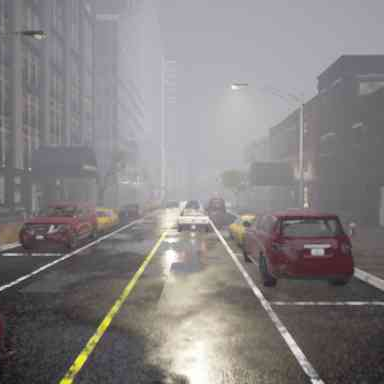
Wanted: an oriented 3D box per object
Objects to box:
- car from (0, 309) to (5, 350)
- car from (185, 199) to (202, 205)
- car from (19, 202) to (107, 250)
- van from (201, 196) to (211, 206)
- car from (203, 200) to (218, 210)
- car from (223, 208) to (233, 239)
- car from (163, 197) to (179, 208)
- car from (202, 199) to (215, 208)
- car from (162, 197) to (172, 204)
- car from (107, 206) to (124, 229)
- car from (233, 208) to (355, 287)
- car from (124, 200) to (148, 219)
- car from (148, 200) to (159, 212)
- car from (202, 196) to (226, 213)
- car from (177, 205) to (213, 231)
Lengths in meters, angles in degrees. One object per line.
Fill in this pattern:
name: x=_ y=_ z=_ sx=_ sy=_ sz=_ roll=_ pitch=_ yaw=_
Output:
car: x=-3.102 y=1.538 z=2.127 sx=1.812 sy=1.442 sz=4.674 roll=0 pitch=0 yaw=0
car: x=0.077 y=1.778 z=43.988 sx=1.812 sy=1.442 sz=4.674 roll=0 pitch=0 yaw=0
car: x=-5.712 y=1.401 z=14.989 sx=2.192 sy=1.841 sz=5.009 roll=-1 pitch=0 yaw=0
van: x=2.644 y=1.714 z=64.792 sx=1.690 sy=1.788 sz=3.998 roll=-1 pitch=0 yaw=0
car: x=2.656 y=1.843 z=48.188 sx=1.947 sy=1.339 sz=4.313 roll=-1 pitch=0 yaw=0
car: x=2.671 y=1.613 z=15.152 sx=1.752 sy=1.417 sz=4.829 roll=-1 pitch=0 yaw=0
car: x=-3.058 y=1.868 z=52.943 sx=1.994 sy=1.385 sz=4.181 roll=0 pitch=0 yaw=0
car: x=2.653 y=1.891 z=53.722 sx=1.802 sy=1.307 sz=4.206 roll=-1 pitch=0 yaw=0
car: x=-5.740 y=1.875 z=75.871 sx=1.967 sy=1.590 sz=4.097 roll=-1 pitch=0 yaw=0
car: x=-5.712 y=1.643 z=20.353 sx=1.752 sy=1.417 sz=4.829 roll=-1 pitch=0 yaw=0
car: x=2.670 y=1.370 z=9.449 sx=2.192 sy=1.841 sz=5.009 roll=-1 pitch=0 yaw=0
car: x=-5.717 y=1.726 z=31.592 sx=1.887 sy=1.381 sz=4.507 roll=-1 pitch=0 yaw=0
car: x=-5.723 y=1.769 z=42.492 sx=1.752 sy=1.417 sz=4.829 roll=-1 pitch=0 yaw=0
car: x=2.657 y=1.529 z=37.121 sx=2.192 sy=1.841 sz=5.009 roll=-1 pitch=0 yaw=0
car: x=0.090 y=1.724 z=21.366 sx=1.895 sy=1.301 sz=4.718 roll=0 pitch=0 yaw=0
